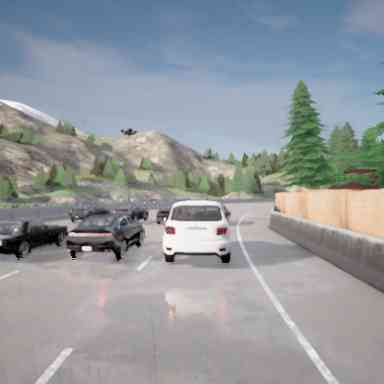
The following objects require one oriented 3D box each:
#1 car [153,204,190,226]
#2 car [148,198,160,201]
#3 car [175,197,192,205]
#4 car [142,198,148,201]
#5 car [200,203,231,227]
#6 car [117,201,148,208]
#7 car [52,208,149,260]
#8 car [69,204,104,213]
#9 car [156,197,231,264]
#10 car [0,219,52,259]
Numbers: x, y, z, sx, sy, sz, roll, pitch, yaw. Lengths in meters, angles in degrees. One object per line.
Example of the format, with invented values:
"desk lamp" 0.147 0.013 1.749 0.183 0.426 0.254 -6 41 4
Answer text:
"car" -1.522 1.755 26.798 1.837 1.490 4.892 0 0 10
"car" -7.994 2.284 83.080 2.128 1.511 4.902 0 -1 27
"car" -1.929 2.083 79.576 2.097 1.767 4.553 0 -1 27
"car" -11.018 2.309 84.845 2.033 1.411 5.357 0 -1 27
"car" 1.967 1.725 26.406 1.882 1.535 5.008 0 0 10
"car" -4.976 1.741 27.362 2.128 1.511 4.902 0 0 10
"car" -3.167 1.611 13.045 2.128 1.511 4.902 0 0 5
"car" -8.430 1.742 27.931 2.128 1.511 4.902 0 0 10
"car" 0.295 1.334 12.518 2.150 2.045 5.566 0 0 4
"car" -6.679 1.715 13.099 1.895 1.301 4.718 0 0 4
